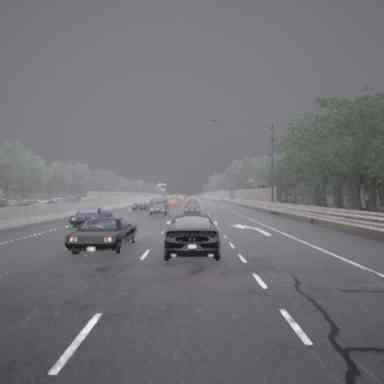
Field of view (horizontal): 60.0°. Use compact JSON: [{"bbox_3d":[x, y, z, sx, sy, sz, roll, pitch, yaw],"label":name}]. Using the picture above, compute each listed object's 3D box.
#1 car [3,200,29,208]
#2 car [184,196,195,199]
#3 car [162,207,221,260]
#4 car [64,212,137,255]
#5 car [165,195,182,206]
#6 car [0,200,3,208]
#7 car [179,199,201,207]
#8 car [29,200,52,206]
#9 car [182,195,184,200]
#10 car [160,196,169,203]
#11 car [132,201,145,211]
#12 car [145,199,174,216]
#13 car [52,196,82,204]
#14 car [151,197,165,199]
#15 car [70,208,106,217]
[{"bbox_3d":[-24.503,1.969,47.735,1.895,1.301,4.718,0,0,1],"label":"car"},{"bbox_3d":[0.044,1.957,64.121,2.128,1.511,4.902,0,0,0],"label":"car"},{"bbox_3d":[0.010,1.572,12.856,1.882,1.535,5.008,0,0,0],"label":"car"},{"bbox_3d":[-3.490,1.702,13.755,1.895,1.301,4.718,0,0,0],"label":"car"},{"bbox_3d":[-3.456,1.818,64.053,2.097,1.767,4.553,0,0,0],"label":"car"},{"bbox_3d":[-28.003,1.876,47.711,1.837,1.490,4.892,0,0,1],"label":"car"},{"bbox_3d":[0.023,1.826,35.327,2.033,1.411,5.357,0,0,0],"label":"car"},{"bbox_3d":[-21.009,1.895,47.875,1.812,1.442,4.674,0,0,1],"label":"car"},{"bbox_3d":[-3.444,2.053,80.251,1.837,1.490,4.892,0,0,0],"label":"car"},{"bbox_3d":[-6.941,1.931,84.210,2.097,1.767,4.553,0,0,0],"label":"car"},{"bbox_3d":[-6.966,1.957,46.137,1.895,1.301,4.718,0,0,0],"label":"car"},{"bbox_3d":[-3.473,1.833,36.229,2.033,1.411,5.357,0,0,0],"label":"car"},{"bbox_3d":[-17.517,1.590,47.830,2.150,2.045,5.566,0,0,1],"label":"car"},{"bbox_3d":[-6.957,1.818,64.056,2.097,1.767,4.553,0,0,0],"label":"car"},{"bbox_3d":[-6.982,1.786,23.651,1.895,1.301,4.718,0,0,0],"label":"car"}]
